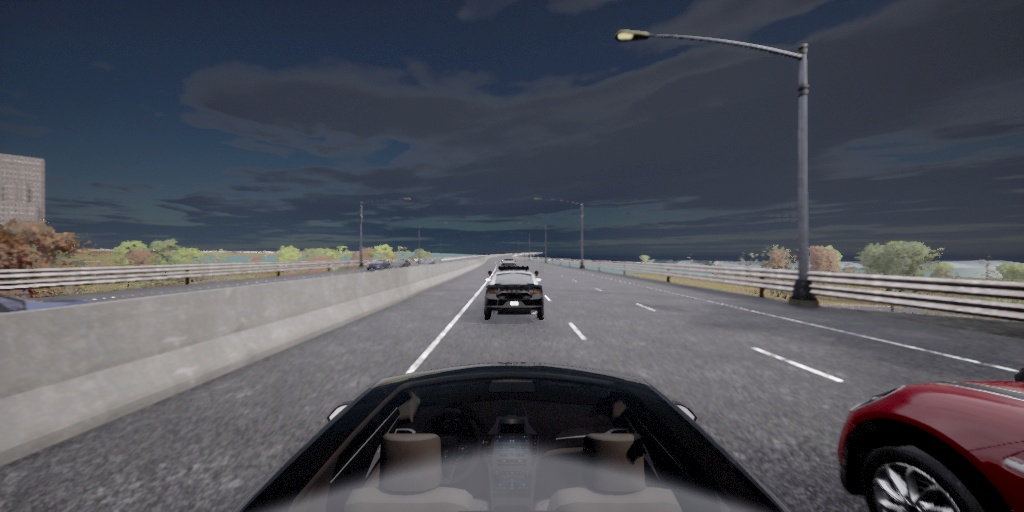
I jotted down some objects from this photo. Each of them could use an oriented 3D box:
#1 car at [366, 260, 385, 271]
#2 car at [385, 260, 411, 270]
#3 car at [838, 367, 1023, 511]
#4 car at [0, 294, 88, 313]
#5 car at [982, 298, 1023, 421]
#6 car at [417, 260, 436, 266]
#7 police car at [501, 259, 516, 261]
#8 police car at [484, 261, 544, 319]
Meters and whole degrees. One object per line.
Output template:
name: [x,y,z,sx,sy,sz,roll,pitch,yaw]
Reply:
car: [-18.227,1.285,49.348,2.033,1.411,5.357,0,0,-1]
car: [-14.678,1.245,47.389,1.837,1.490,4.892,0,-1,-1]
car: [3.590,1.101,0.878,2.097,1.767,4.553,0,0,0]
car: [-10.608,1.300,5.908,2.033,1.411,5.357,0,0,0]
car: [7.092,1.274,2.381,1.812,1.442,4.674,0,0,0]
car: [-11.184,1.227,47.373,2.128,1.511,4.902,0,0,-1]
police car: [-0.414,1.162,43.956,1.930,1.638,5.238,0,0,-1]
police car: [0.054,1.172,13.022,1.930,1.638,5.238,0,0,0]
